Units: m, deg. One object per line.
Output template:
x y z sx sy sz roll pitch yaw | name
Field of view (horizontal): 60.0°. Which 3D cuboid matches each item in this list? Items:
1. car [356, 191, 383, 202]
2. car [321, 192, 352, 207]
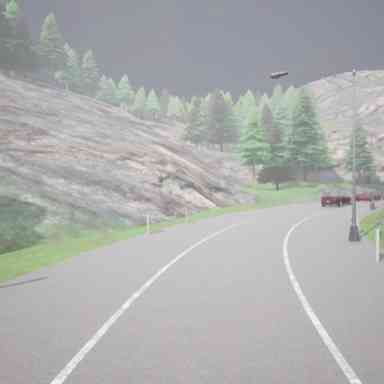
23.173 0.499 43.309 4.181 1.385 1.994 -3 2 -36 | car
15.915 0.781 36.542 1.882 1.535 5.008 0 2 44 | car
